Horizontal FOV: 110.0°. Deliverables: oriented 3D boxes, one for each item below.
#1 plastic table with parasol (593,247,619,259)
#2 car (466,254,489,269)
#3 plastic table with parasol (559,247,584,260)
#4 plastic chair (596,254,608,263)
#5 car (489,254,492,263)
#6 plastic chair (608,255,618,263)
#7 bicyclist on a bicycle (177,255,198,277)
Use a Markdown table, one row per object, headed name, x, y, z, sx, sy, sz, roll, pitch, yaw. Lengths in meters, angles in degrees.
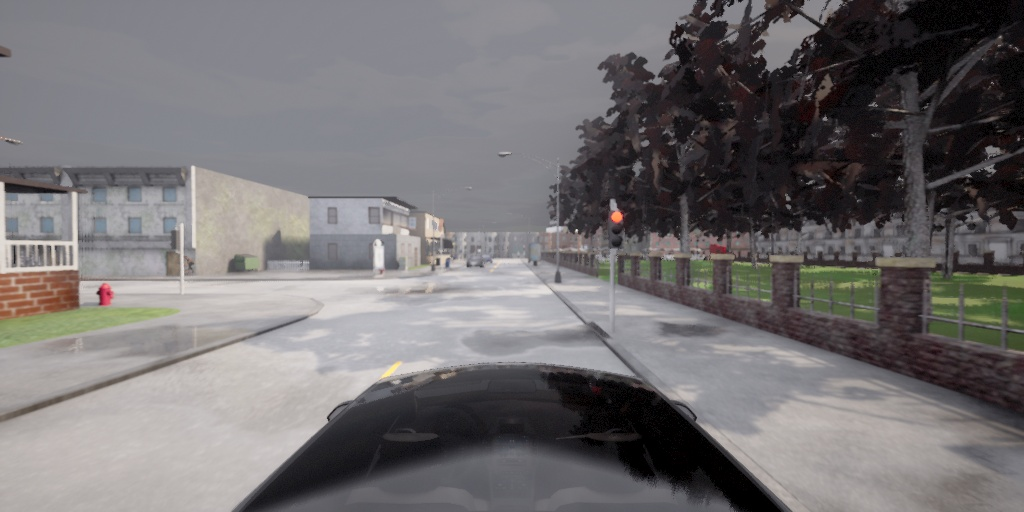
| name | x | y | z | sx | sy | sz | roll | pitch | yaw |
| --- | --- | --- | --- | --- | --- | --- | --- | --- | --- |
| plastic table with parasol | 15.165 | -0.148 | 57.407 | 2.482 | 2.480 | 2.482 | 0 | 0 | -40 |
| car | -4.168 | 0.645 | 41.443 | 2.128 | 1.511 | 4.902 | 0 | 1 | 0 |
| plastic table with parasol | 9.839 | -0.197 | 60.133 | 2.482 | 2.480 | 2.482 | 0 | 0 | -40 |
| plastic chair | 14.193 | 0.478 | 56.503 | 0.730 | 1.272 | 0.750 | 0 | 0 | -35 |
| car | -4.177 | 0.430 | 58.104 | 1.812 | 1.442 | 4.674 | 0 | 1 | 0 |
| plastic chair | 15.900 | 0.469 | 56.411 | 0.750 | 1.272 | 0.730 | 0 | 0 | -40 |
| bicyclist on a bicycle | -23.918 | 0.735 | 26.443 | 0.582 | 1.620 | 1.656 | 0 | 1 | 0 |
